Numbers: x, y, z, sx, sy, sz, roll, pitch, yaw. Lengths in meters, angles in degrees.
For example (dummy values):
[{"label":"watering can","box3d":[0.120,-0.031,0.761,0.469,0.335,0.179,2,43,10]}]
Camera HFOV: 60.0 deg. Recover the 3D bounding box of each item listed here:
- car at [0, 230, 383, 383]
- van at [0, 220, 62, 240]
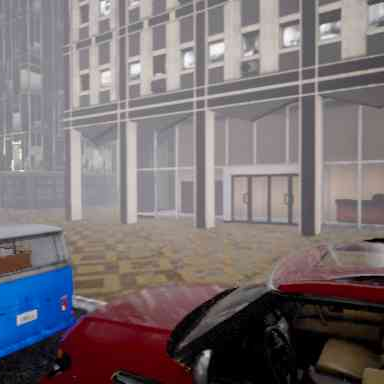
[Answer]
[{"label":"car","box3d":[1.240,1.270,2.099,5.009,1.841,2.192,0,1,31]},{"label":"van","box3d":[-3.615,1.308,5.053,3.998,1.788,1.690,0,1,31]}]
